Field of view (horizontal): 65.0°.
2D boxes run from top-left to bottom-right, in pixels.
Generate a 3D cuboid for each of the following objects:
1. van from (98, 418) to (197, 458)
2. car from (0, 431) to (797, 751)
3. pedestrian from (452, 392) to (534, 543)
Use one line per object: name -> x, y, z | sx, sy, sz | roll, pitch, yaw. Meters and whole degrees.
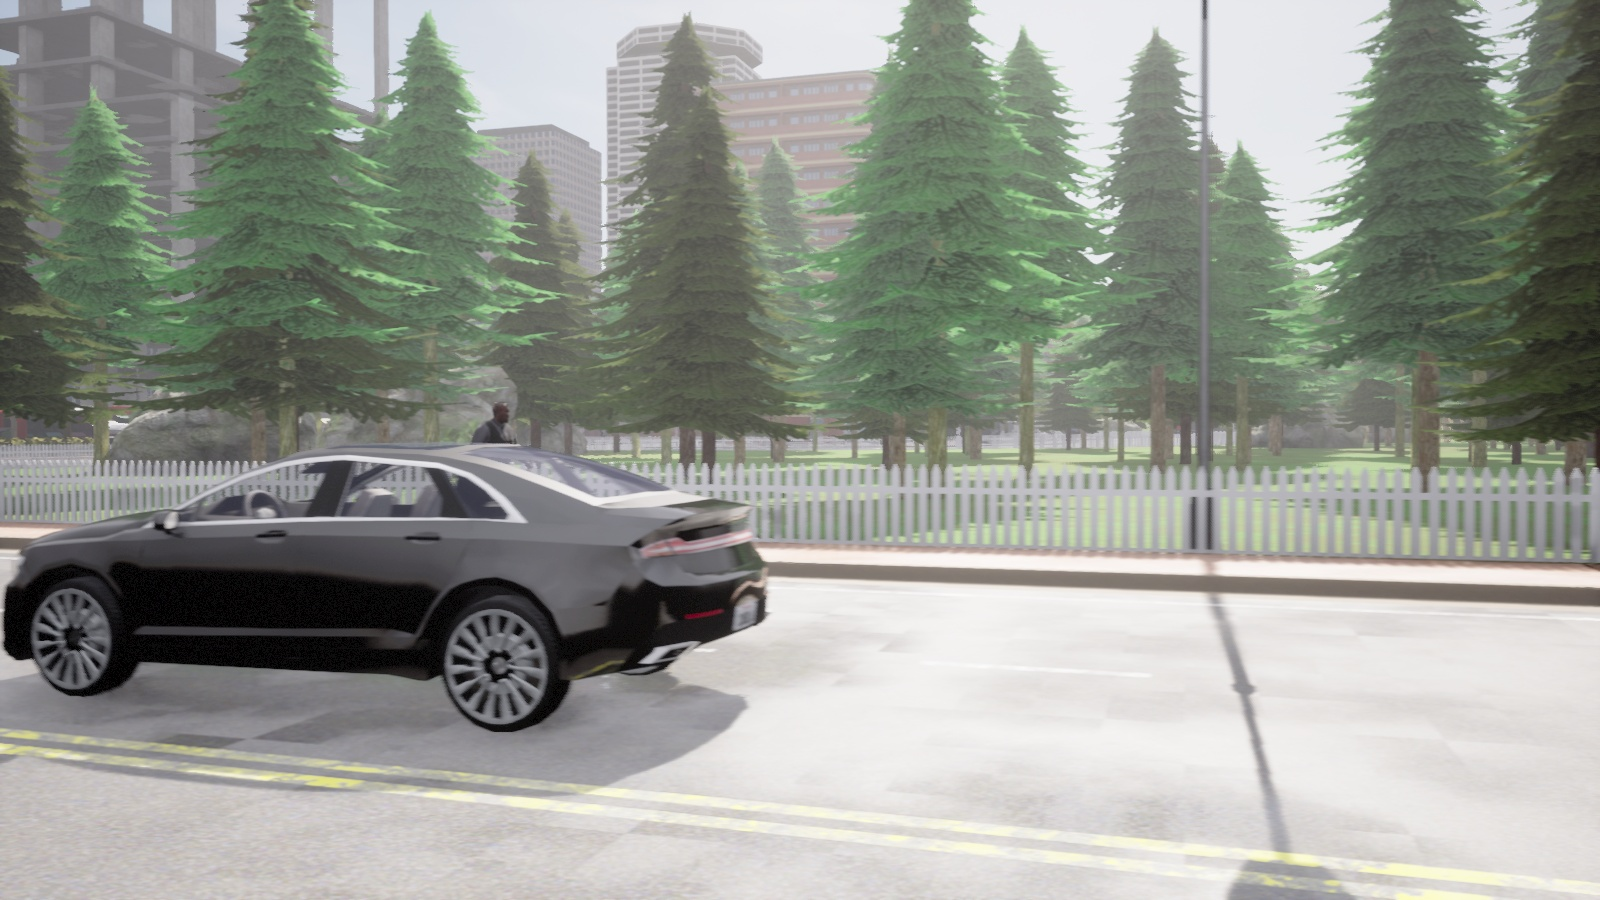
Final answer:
van -> -34.416, -0.639, 66.357 | 2.069, 2.038, 4.480 | 0, 1, 17
car -> -2.682, 0.648, 7.787 | 4.902, 1.511, 2.128 | 1, 1, 19
pedestrian -> -3.939, 0.213, 16.129 | 0.849, 1.883, 0.563 | 1, 1, 19
